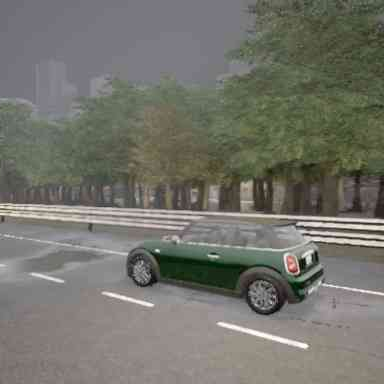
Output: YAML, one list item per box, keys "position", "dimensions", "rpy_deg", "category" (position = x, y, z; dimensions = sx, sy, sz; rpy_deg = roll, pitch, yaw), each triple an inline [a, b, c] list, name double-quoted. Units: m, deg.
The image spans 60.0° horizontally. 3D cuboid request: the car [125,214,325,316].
- position: [0.562, 1.352, 7.770]
  dimensions: [4.553, 1.767, 2.097]
  rpy_deg: [0, 0, 36]
  category: "car"
